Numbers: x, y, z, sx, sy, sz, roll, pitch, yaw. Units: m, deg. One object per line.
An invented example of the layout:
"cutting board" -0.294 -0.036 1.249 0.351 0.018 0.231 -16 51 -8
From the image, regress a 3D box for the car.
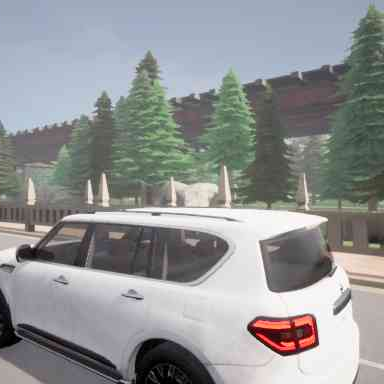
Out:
"car" -0.805 1.221 4.585 5.566 2.045 2.150 0 0 36
